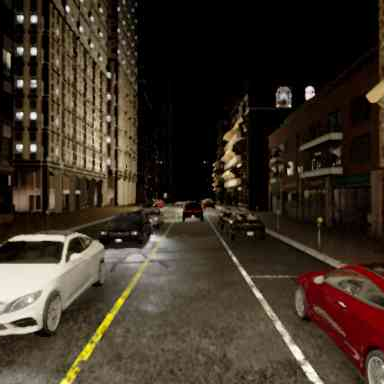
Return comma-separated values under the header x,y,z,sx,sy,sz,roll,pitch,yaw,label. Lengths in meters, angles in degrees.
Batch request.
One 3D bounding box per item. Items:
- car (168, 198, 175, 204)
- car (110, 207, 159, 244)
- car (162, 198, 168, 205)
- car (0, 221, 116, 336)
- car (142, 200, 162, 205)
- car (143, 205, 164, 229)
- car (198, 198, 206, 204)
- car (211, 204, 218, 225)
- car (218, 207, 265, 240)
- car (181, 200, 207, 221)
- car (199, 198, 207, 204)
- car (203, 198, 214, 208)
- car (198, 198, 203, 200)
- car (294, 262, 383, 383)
x,y,z,sx,sy,sz,roll,pitch,yaw,label
-5.758,2.305,85.274,1.947,1.339,4.313,0,-1,0,car
-3.105,1.688,16.761,2.033,1.411,5.357,0,0,0,car
-5.735,2.030,57.033,1.887,1.381,4.507,0,-1,0,car
-3.107,1.584,6.925,1.812,1.442,4.674,0,-1,0,car
-5.725,1.937,45.735,2.008,1.369,4.403,0,0,0,car
-3.018,1.793,23.117,1.895,1.301,4.718,0,0,0,car
2.624,2.305,85.281,1.947,1.339,4.313,0,-1,0,car
2.673,1.744,23.149,2.008,1.369,4.403,0,0,0,car
2.677,1.697,17.501,2.008,1.369,4.403,0,0,0,car
0.077,1.755,29.751,1.837,1.490,4.892,0,0,0,car
2.628,2.214,79.802,1.752,1.417,4.829,0,-1,0,car
2.650,2.017,51.391,1.802,1.307,4.206,0,-1,0,car
0.060,1.950,45.837,1.994,1.385,4.181,0,-1,0,car
2.738,1.621,4.584,1.802,1.307,4.206,0,0,0,car
